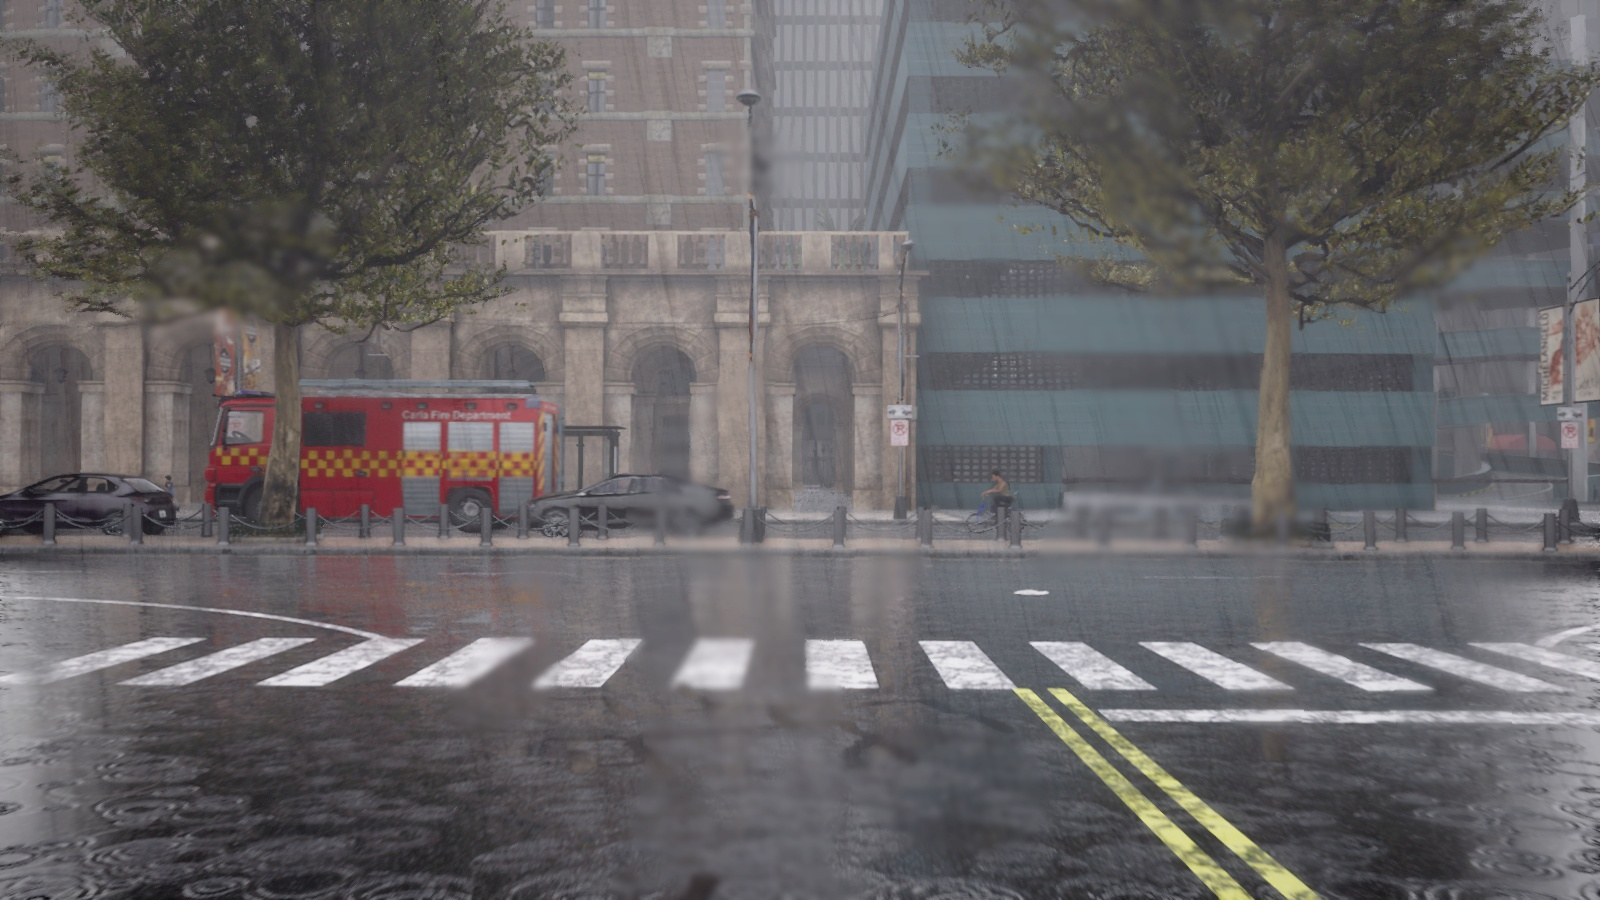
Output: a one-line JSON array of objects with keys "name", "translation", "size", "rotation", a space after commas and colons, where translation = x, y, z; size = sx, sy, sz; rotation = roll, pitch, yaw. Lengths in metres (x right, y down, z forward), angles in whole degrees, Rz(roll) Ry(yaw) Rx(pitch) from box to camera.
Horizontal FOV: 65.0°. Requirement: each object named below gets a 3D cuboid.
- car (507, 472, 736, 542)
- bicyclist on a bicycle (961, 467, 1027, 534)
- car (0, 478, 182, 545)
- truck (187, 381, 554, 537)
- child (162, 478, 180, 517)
[{"name": "car", "translation": [-3.989, 1.279, 28.742], "size": [4.902, 1.511, 2.128], "rotation": [0, -1, 1]}, {"name": "bicyclist on a bicycle", "translation": [4.933, 1.282, 32.034], "size": [1.509, 1.612, 0.866], "rotation": [-3, -1, 2]}, {"name": "car", "translation": [-16.767, 1.390, 28.921], "size": [4.193, 1.474, 1.816], "rotation": [0, -1, 1]}, {"name": "truck", "translation": [-10.860, 0.248, 32.362], "size": [8.468, 3.827, 2.891], "rotation": [0, -1, 1]}, {"name": "child", "translation": [-20.399, 1.530, 40.721], "size": [0.437, 1.263, 0.270], "rotation": [0, -1, 15]}]
